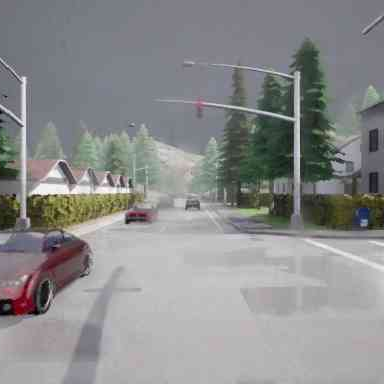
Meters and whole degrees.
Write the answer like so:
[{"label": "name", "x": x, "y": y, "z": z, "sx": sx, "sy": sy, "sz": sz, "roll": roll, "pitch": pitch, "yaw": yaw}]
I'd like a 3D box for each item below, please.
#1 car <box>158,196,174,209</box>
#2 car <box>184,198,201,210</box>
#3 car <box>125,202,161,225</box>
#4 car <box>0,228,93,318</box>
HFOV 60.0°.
[{"label": "car", "x": -3.541, "y": 1.365, "z": 45.365, "sx": 2.097, "sy": 1.767, "sz": 4.553, "roll": 0, "pitch": 0, "yaw": 0}, {"label": "car", "x": 0.100, "y": 1.518, "z": 43.303, "sx": 1.837, "sy": 1.490, "sz": 4.892, "roll": 0, "pitch": 0, "yaw": 0}, {"label": "car", "x": -3.591, "y": 1.608, "z": 24.192, "sx": 1.895, "sy": 1.301, "sz": 4.718, "roll": 0, "pitch": 0, "yaw": 0}, {"label": "car", "x": -3.620, "y": 1.504, "z": 7.187, "sx": 1.994, "sy": 1.385, "sz": 4.181, "roll": -1, "pitch": 0, "yaw": 0}]
